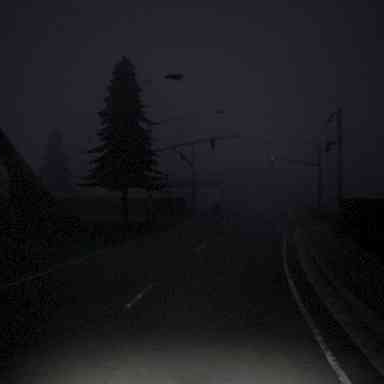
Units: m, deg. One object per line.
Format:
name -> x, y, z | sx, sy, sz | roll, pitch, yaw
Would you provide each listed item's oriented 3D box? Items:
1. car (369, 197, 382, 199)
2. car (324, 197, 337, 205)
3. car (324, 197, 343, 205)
car -> 41.442, 2.172, 76.405 | 4.605, 1.855, 1.932 | 0, -1, 15
car -> 33.251, 2.450, 78.596 | 3.806, 1.475, 1.970 | 0, -1, 15
car -> 34.716, 2.208, 81.646 | 3.866, 1.878, 1.905 | 0, -1, 15
